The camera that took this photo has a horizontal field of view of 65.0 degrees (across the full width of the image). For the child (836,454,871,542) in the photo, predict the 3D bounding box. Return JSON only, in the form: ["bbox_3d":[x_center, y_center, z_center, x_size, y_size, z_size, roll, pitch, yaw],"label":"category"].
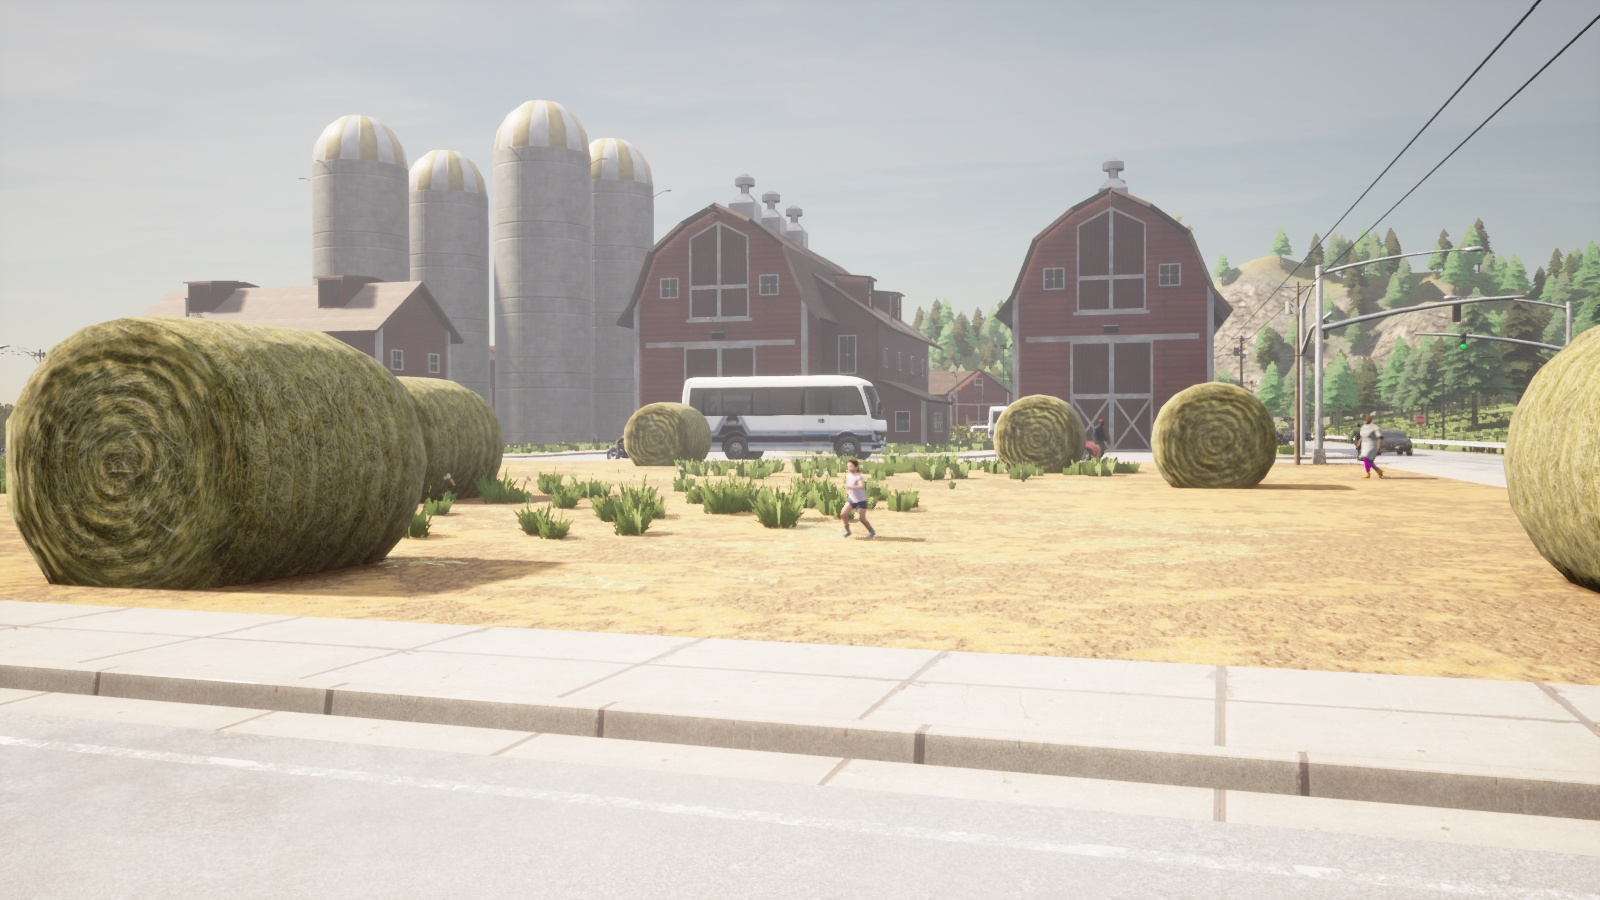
[{"bbox_3d":[0.693,0.609,16.202,0.255,1.110,0.394,1,1,41],"label":"child"}]

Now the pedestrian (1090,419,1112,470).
[{"bbox_3d":[10.977,-0.206,45.809,0.370,1.835,0.726,0,1,-35],"label":"pedestrian"}]

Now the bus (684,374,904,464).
[{"bbox_3d":[-0.240,-1.542,62.431,10.273,4.253,3.944,0,1,15],"label":"bus"}]

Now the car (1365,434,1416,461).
[{"bbox_3d":[33.967,-0.165,72.361,1.837,1.490,4.892,0,1,16],"label":"car"}]

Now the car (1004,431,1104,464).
[{"bbox_3d":[11.986,-0.126,59.228,4.514,1.525,2.007,0,1,15],"label":"car"}]

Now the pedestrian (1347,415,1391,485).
[{"bbox_3d":[15.988,-0.007,35.284,0.873,1.952,0.659,0,1,-12],"label":"pedestrian"}]

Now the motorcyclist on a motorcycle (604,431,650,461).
[{"bbox_3d":[-8.915,-0.212,64.734,2.191,1.530,0.866,1,1,15],"label":"motorcyclist on a motorcycle"}]

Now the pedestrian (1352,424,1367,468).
[{"bbox_3d":[25.200,-0.174,56.564,0.423,1.949,0.788,0,1,12],"label":"pedestrian"}]
